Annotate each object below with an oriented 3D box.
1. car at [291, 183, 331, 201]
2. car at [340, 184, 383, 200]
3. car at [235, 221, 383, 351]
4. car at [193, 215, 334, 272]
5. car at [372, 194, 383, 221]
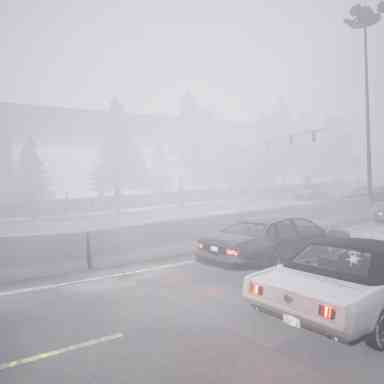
[{"bbox_3d":[12.341,-0.055,34.446,4.553,1.767,2.097,-4,3,-36],"label":"car"},{"bbox_3d":[13.991,0.251,27.007,5.008,1.535,1.882,-4,2,-36],"label":"car"},{"bbox_3d":[3.236,1.506,6.080,4.718,1.301,1.895,-2,1,-36],"label":"car"},{"bbox_3d":[2.601,1.400,9.932,5.357,1.411,2.033,-3,1,-36],"label":"car"},{"bbox_3d":[10.749,0.868,15.796,5.357,1.411,2.033,-4,2,-36],"label":"car"}]
